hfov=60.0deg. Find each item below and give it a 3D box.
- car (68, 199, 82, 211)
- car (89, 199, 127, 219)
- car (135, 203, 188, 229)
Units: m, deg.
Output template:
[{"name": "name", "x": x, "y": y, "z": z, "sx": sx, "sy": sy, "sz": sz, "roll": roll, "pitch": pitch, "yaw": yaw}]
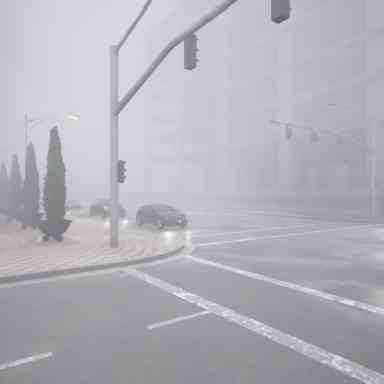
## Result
[{"name": "car", "x": -15.094, "y": 1.602, "z": 40.857, "sx": 2.033, "sy": 1.411, "sz": 5.357, "roll": 0, "pitch": 0, "yaw": -35}, {"name": "car", "x": -7.669, "y": 1.408, "z": 30.221, "sx": 2.097, "sy": 1.767, "sz": 4.553, "roll": 0, "pitch": 0, "yaw": -35}, {"name": "car", "x": -2.132, "y": 1.560, "z": 22.296, "sx": 1.837, "sy": 1.490, "sz": 4.892, "roll": 0, "pitch": 0, "yaw": -35}]
